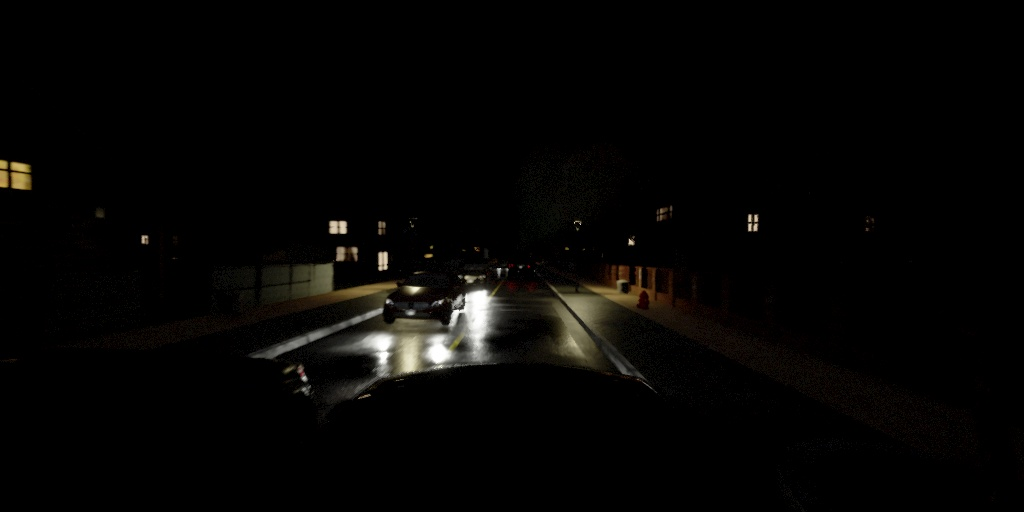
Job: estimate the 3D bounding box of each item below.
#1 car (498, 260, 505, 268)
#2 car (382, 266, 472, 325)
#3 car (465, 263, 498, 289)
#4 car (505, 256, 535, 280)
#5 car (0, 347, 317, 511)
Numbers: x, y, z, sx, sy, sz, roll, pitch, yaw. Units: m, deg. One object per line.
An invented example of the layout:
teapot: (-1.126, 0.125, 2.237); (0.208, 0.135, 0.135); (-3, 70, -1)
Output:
car: (-1.265, 1.342, 60.469); (1.812, 1.442, 4.674); (1, 0, 1)
car: (-2.625, 1.219, 11.721); (1.812, 1.442, 4.674); (1, 0, 1)
car: (-2.323, 1.190, 23.125); (2.128, 1.511, 4.902); (1, 0, 2)
car: (0.788, 0.984, 31.661); (2.150, 2.045, 5.566); (1, 0, 2)
car: (-2.898, 1.260, 1.739); (1.994, 1.385, 4.181); (1, 0, 2)
